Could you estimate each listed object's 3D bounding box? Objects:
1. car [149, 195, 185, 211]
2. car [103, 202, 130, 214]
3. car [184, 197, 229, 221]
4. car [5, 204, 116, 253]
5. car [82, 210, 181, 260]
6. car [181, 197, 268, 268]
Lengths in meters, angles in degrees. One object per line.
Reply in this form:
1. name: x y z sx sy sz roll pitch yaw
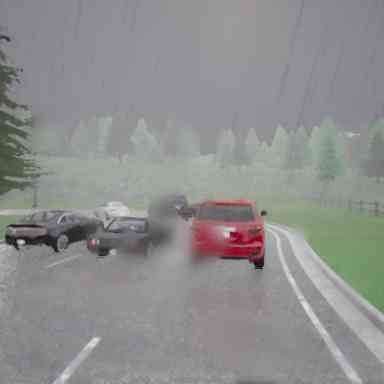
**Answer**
1. car: -1.883 1.210 26.112 2.150 2.045 5.566 0 0 -19
2. car: -6.505 1.506 27.134 1.812 1.442 4.674 1 0 -31
3. car: 1.123 1.341 27.670 2.097 1.767 4.553 0 0 -21
4. car: -5.294 1.479 13.638 2.128 1.511 4.902 0 0 12
5. car: -1.967 1.593 12.520 1.895 1.301 4.718 0 0 12
6. car: 1.381 1.220 11.497 2.150 2.045 5.566 0 0 11
